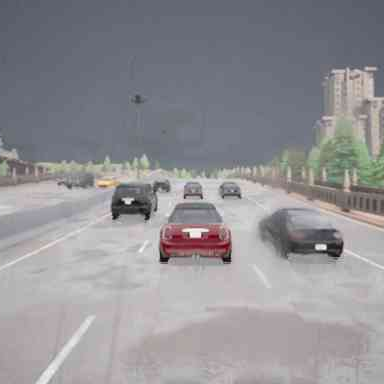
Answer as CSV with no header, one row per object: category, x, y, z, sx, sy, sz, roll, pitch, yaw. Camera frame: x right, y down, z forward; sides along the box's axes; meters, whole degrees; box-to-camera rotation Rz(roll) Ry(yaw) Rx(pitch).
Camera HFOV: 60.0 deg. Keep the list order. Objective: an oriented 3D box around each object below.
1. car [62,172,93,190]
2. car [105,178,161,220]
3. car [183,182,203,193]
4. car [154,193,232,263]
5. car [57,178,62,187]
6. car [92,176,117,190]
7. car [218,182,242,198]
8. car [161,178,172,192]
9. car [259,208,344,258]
car,-14.081,-1.446,42.287,2.150,2.045,5.566,0,5,0
car,-3.397,0.430,20.354,2.150,2.045,5.566,0,5,0
car,0.106,-0.245,32.105,2.033,1.411,5.357,0,5,0
car,0.100,1.109,11.293,2.097,1.767,4.553,0,2,0
car,-17.565,-1.536,47.304,1.994,1.385,4.181,0,5,0
car,-10.584,-1.160,41.919,1.882,1.535,5.008,0,5,0
car,3.611,-0.249,32.154,2.033,1.411,5.357,0,5,0
car,-3.393,-0.802,38.087,1.837,1.490,4.892,0,5,0
car,3.601,1.271,11.567,1.812,1.442,4.674,0,3,0
